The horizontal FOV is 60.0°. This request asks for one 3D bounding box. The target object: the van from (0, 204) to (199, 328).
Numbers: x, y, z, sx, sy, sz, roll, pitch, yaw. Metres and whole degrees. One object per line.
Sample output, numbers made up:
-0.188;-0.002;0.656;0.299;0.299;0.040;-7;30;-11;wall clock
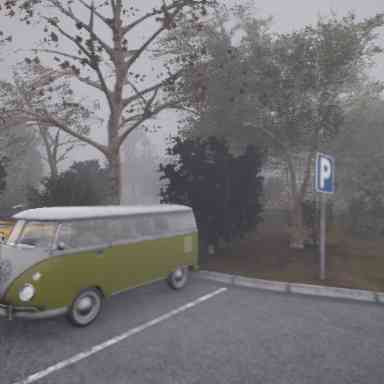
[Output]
-1.751;1.269;6.930;1.878;1.987;4.442;0;0;35;van
